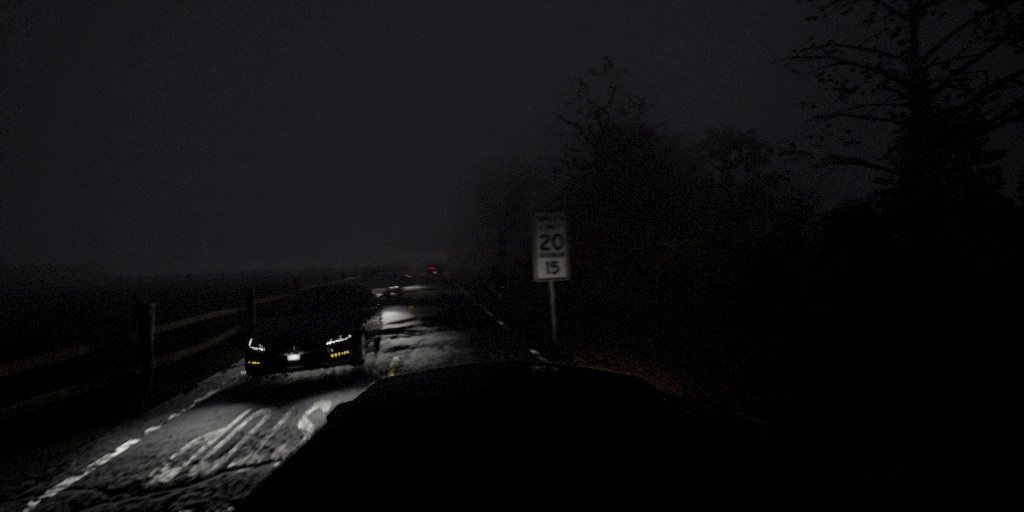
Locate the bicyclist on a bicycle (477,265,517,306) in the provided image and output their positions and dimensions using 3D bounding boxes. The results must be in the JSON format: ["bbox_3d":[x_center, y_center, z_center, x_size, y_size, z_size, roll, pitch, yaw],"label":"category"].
[{"bbox_3d":[-0.611,1.183,14.554,1.656,1.620,0.582,-3,0,-13],"label":"bicyclist on a bicycle"}]

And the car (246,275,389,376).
[{"bbox_3d":[-4.107,1.409,8.169,1.837,1.490,4.892,-2,0,-13],"label":"car"}]

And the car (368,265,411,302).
[{"bbox_3d":[-6.497,1.460,18.218,2.128,1.511,4.902,-2,0,-14],"label":"car"}]

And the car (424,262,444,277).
[{"bbox_3d":[-8.720,1.462,40.298,1.837,1.490,4.892,-2,1,-13],"label":"car"}]

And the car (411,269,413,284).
[{"bbox_3d":[-9.130,1.508,29.349,1.882,1.535,5.008,-2,0,-13],"label":"car"}]
